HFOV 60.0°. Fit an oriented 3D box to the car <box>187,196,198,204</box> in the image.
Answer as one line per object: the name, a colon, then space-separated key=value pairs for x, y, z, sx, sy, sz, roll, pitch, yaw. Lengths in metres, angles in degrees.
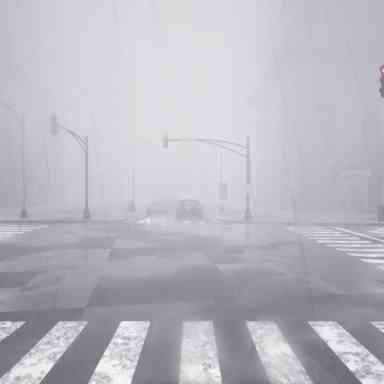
car: x=0.077 y=1.553 z=62.565 sx=1.994 sy=1.385 sz=4.181 roll=0 pitch=0 yaw=0

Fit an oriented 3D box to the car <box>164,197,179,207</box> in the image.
car: x=-3.112 y=1.554 z=51.425 sx=1.994 sy=1.385 sz=4.181 roll=0 pitch=0 yaw=1

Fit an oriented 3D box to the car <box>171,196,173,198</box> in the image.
car: x=-3.125 y=1.539 z=41.342 sx=2.033 sy=1.411 sz=5.357 roll=0 pitch=0 yaw=0

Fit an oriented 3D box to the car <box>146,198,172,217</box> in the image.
car: x=-3.121 y=1.541 z=31.269 sx=2.033 sy=1.411 sz=5.357 roll=0 pitch=0 yaw=0

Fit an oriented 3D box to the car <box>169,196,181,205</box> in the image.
car: x=-3.064 y=1.467 z=61.917 sx=1.882 sy=1.535 sz=5.008 roll=0 pitch=0 yaw=1

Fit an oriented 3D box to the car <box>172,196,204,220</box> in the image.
car: x=-0.129 y=1.348 z=27.991 sx=2.097 sy=1.767 sz=4.553 roll=0 pitch=0 yaw=4
